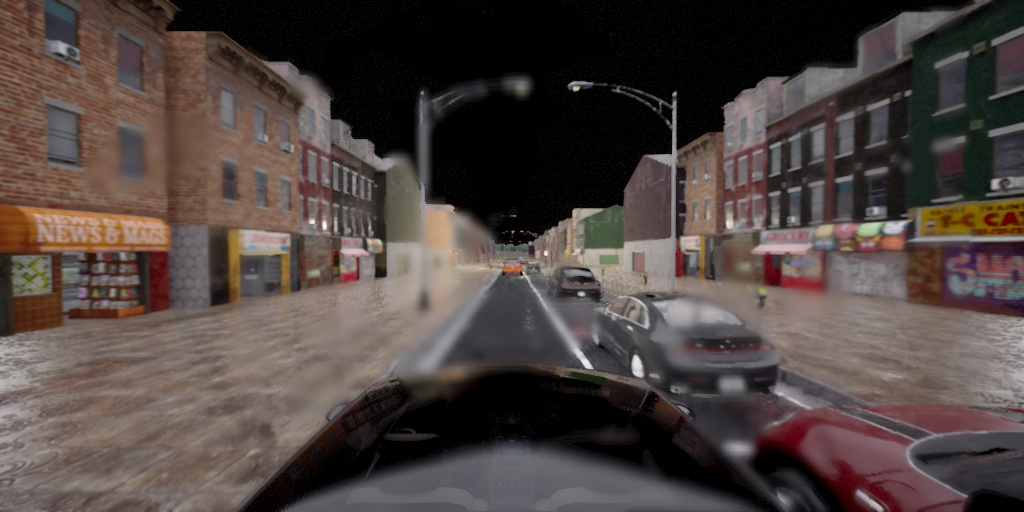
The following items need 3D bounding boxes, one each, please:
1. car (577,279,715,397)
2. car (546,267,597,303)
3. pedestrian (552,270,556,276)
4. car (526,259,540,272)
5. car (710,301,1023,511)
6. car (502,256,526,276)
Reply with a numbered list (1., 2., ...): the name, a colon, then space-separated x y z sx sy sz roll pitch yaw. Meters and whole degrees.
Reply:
1. car: 2.638 1.297 6.453 2.007 1.370 4.403 0 0 0
2. car: 2.752 1.247 16.460 1.837 1.490 4.892 0 0 0
3. pedestrian: 2.354 1.315 19.325 0.375 1.300 0.375 -1 1 -10
4. car: 2.645 1.290 45.272 2.007 1.370 4.403 0 0 0
5. car: 2.637 1.191 0.908 1.967 1.591 4.097 0 0 0
6. car: 0.073 1.091 37.709 2.097 1.767 4.553 0 0 0
